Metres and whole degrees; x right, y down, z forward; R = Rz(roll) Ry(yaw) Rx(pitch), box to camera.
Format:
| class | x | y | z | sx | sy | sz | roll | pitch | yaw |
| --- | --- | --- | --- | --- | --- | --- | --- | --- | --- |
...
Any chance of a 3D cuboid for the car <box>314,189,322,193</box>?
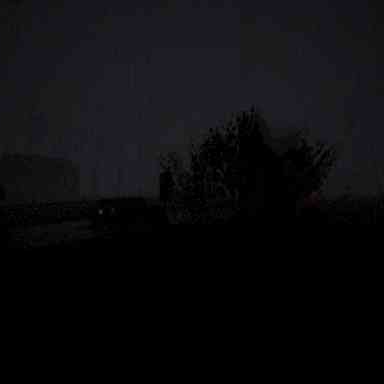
| class | x | y | z | sx | sy | sz | roll | pitch | yaw |
| --- | --- | --- | --- | --- | --- | --- | --- | --- | --- |
| car | 19.107 | 0.078 | 52.558 | 2.150 | 2.045 | 5.566 | 1 | 2 | 31 |

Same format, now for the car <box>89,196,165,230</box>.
| class | x | y | z | sx | sy | sz | roll | pitch | yaw |
| --- | --- | --- | --- | --- | --- | --- | --- | --- | --- |
| car | -3.536 | 1.032 | 19.154 | 2.097 | 1.767 | 4.553 | 1 | 2 | 36 |
